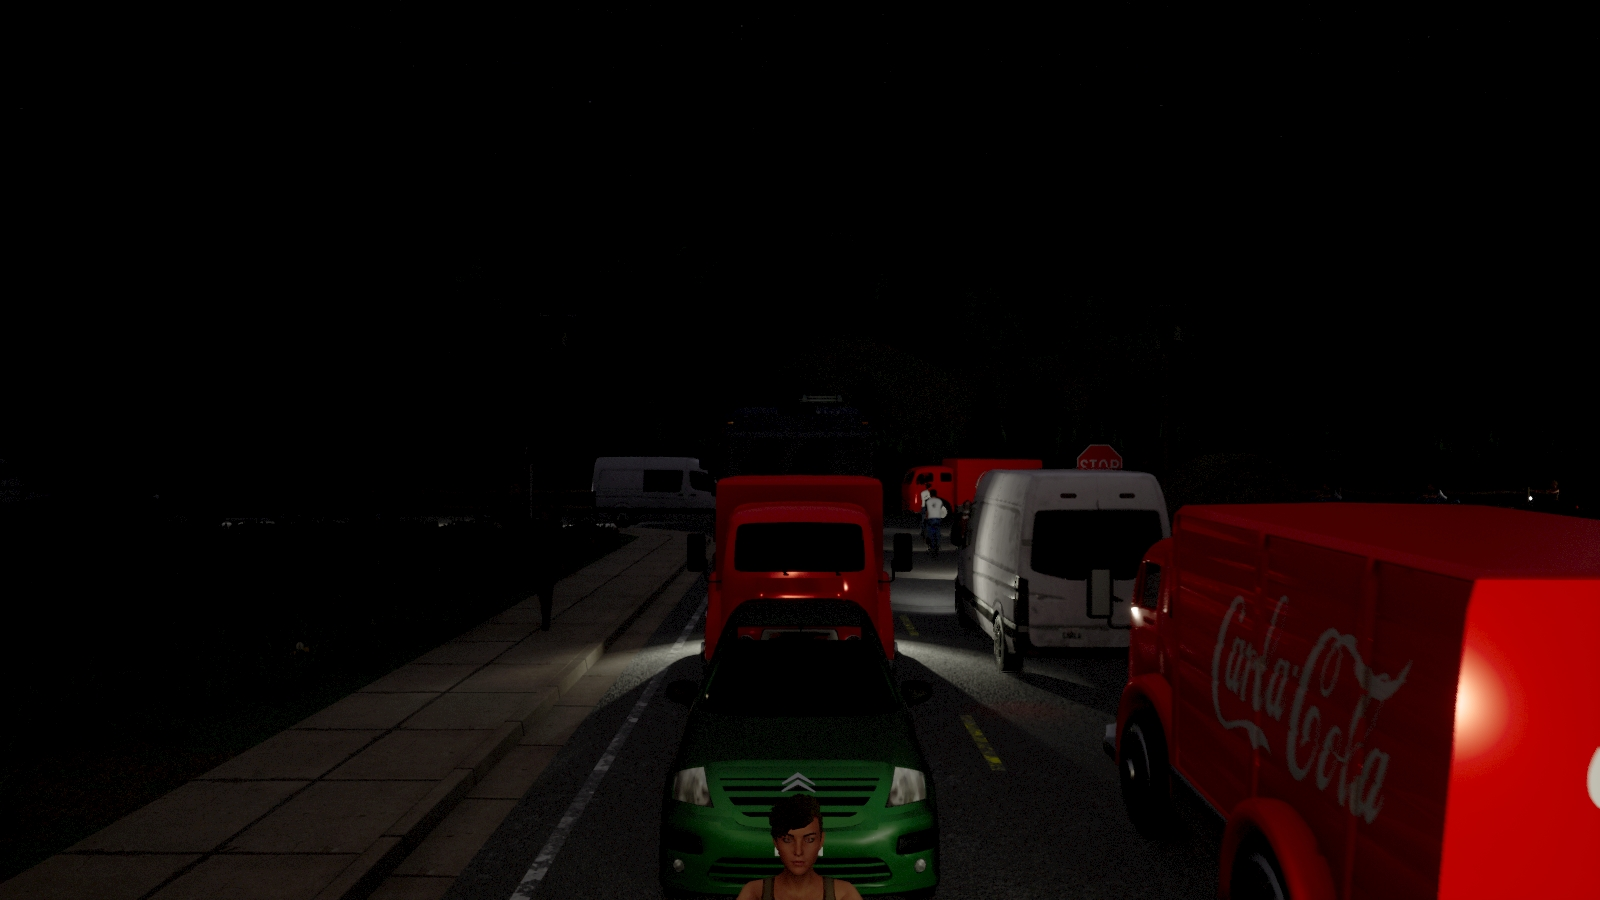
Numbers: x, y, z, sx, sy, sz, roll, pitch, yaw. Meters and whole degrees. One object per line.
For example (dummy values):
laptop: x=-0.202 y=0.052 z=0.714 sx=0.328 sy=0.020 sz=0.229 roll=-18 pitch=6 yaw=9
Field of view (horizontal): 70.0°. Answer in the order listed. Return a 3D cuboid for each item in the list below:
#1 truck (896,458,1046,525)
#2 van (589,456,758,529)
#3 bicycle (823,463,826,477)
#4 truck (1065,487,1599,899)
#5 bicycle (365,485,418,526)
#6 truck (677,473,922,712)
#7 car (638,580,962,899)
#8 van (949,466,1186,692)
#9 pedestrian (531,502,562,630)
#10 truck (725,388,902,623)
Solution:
truck: x=6.536 y=1.562 z=44.118 sx=5.204 sy=2.467 sz=2.627 roll=0 pitch=0 yaw=-9
van: x=-4.553 y=1.527 z=41.697 sx=5.915 sy=2.561 sz=1.988 roll=0 pitch=0 yaw=3
bicycle: x=2.664 y=2.132 z=123.953 sx=0.329 sy=1.471 sz=1.835 roll=0 pitch=0 yaw=0
truck: x=3.498 y=1.589 z=6.820 sx=2.627 sy=2.467 sz=5.204 roll=0 pitch=1 yaw=0
bicycle: x=-15.091 y=2.051 z=42.196 sx=1.835 sy=1.471 sz=0.329 roll=0 pitch=0 yaw=3
truck: x=-0.012 y=1.578 z=14.852 sx=2.627 sy=2.467 sz=5.204 roll=0 pitch=0 yaw=0
car: x=-0.002 y=2.006 z=8.512 sx=1.851 sy=1.617 sz=3.988 roll=0 pitch=0 yaw=0
van: x=3.513 y=1.545 z=16.293 sx=1.988 sy=2.561 sz=5.915 roll=0 pitch=0 yaw=0
pedestrian: x=-3.750 y=1.705 z=16.912 sx=0.375 sy=1.860 sz=0.375 roll=0 pitch=0 yaw=0
truck: x=0.198 y=0.905 z=22.882 sx=2.891 sy=3.827 sz=8.468 roll=0 pitch=0 yaw=0
